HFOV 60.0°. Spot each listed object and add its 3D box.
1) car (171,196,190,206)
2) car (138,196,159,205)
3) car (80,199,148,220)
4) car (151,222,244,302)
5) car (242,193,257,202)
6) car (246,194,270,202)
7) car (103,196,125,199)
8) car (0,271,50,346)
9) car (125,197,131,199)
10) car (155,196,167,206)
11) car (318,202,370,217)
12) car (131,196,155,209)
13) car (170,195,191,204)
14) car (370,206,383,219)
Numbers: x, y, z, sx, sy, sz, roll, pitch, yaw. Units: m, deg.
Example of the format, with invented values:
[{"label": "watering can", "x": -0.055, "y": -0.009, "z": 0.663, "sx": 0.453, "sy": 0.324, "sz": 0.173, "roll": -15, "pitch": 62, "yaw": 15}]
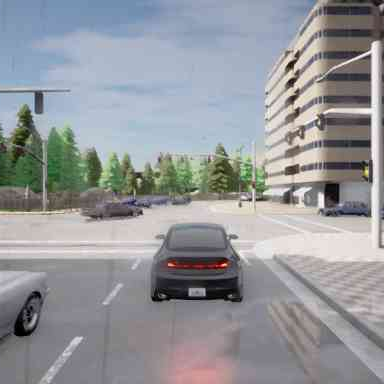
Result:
[{"label": "car", "x": -1.813, "y": 1.544, "z": 56.613, "sx": 2.033, "sy": 1.411, "sz": 5.357, "roll": 0, "pitch": 0, "yaw": 15}, {"label": "car", "x": -7.818, "y": 1.501, "z": 60.705, "sx": 1.837, "sy": 1.490, "sz": 4.892, "roll": 0, "pitch": 0, "yaw": 19}, {"label": "car", "x": -6.756, "y": 1.579, "z": 28.443, "sx": 2.033, "sy": 1.411, "sz": 5.357, "roll": 0, "pitch": 0, "yaw": 43}, {"label": "car", "x": 0.118, "y": 1.504, "z": 8.238, "sx": 1.837, "sy": 1.490, "sz": 4.892, "roll": 0, "pitch": 0, "yaw": 1}, {"label": "car", "x": 14.249, "y": 1.221, "z": 78.203, "sx": 5.566, "sy": 2.045, "sz": 2.150, "roll": 0, "pitch": 0, "yaw": -30}, {"label": "car", "x": 15.203, "y": 1.591, "z": 74.682, "sx": 4.718, "sy": 1.301, "sz": 1.895, "roll": 0, "pitch": 0, "yaw": -33}, {"label": "car", "x": -10.394, "y": 1.350, "z": 41.775, "sx": 2.097, "sy": 1.767, "sz": 4.553, "roll": 0, "pitch": 0, "yaw": 2}, {"label": "car", "x": -3.425, "y": 1.601, "z": 3.718, "sx": 1.895, "sy": 1.301, "sz": 4.718, "roll": 0, "pitch": 0, "yaw": 0}, {"label": "car", "x": -9.861, "y": 1.475, "z": 50.986, "sx": 1.882, "sy": 1.535, "sz": 5.008, "roll": 0, "pitch": 0, "yaw": 7}, {"label": "car", "x": -5.627, "y": 1.474, "z": 55.805, "sx": 1.882, "sy": 1.535, "sz": 5.008, "roll": 0, "pitch": 0, "yaw": 14}, {"label": "car", "x": 14.609, "y": 1.601, "z": 30.905, "sx": 5.357, "sy": 1.411, "sz": 2.033, "roll": 0, "pitch": 0, "yaw": 0}, {"label": "car", "x": -6.737, "y": 1.561, "z": 45.999, "sx": 1.994, "sy": 1.385, "sz": 4.181, "roll": 0, "pitch": 0, "yaw": 0}, {"label": "car", "x": -2.194, "y": 1.474, "z": 65.288, "sx": 1.882, "sy": 1.535, "sz": 5.008, "roll": 0, "pitch": 0, "yaw": 28}, {"label": "car", "x": 17.705, "y": 1.580, "z": 27.395, "sx": 4.674, "sy": 1.442, "sz": 1.812, "roll": 0, "pitch": 0, "yaw": 0}]
